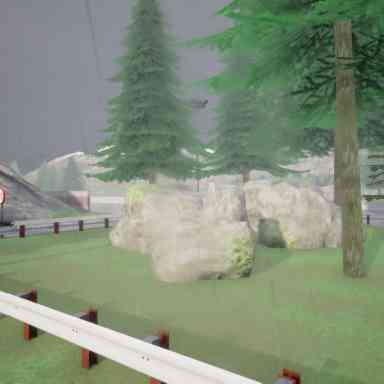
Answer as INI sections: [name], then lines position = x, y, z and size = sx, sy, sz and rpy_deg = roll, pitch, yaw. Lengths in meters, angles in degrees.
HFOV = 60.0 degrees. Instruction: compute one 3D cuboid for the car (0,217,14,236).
[car]
position = -10.913, 1.358, 15.485
size = 5.357, 1.411, 2.033
rpy_deg = 0, 0, 18
